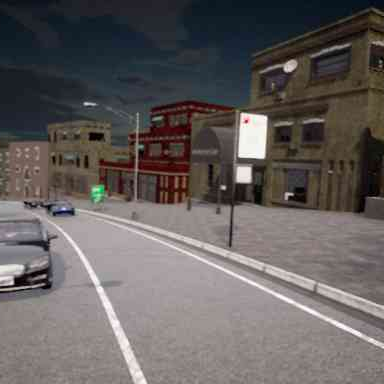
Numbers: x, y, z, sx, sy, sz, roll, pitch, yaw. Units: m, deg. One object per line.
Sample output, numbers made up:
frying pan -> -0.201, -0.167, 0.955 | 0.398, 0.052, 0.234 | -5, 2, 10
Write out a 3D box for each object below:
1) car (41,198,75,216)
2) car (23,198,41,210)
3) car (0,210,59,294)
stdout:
car -> -11.966, 1.391, 30.006 | 1.994, 1.385, 4.181 | -1, 1, -33
car -> -18.904, 1.382, 39.952 | 1.895, 1.301, 4.718 | -2, 1, -37
car -> -4.642, 1.448, 8.632 | 2.128, 1.511, 4.902 | 0, 0, -24
